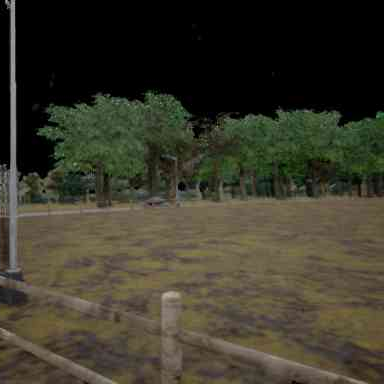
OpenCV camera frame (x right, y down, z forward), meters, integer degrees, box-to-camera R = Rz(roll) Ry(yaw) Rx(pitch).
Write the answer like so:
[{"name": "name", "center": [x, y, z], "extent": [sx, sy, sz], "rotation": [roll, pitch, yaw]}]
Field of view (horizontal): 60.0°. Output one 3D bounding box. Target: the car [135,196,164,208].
[{"name": "car", "center": [-6.610, 1.511, 51.989], "extent": [4.553, 1.767, 2.097], "rotation": [-1, -1, -42]}]
